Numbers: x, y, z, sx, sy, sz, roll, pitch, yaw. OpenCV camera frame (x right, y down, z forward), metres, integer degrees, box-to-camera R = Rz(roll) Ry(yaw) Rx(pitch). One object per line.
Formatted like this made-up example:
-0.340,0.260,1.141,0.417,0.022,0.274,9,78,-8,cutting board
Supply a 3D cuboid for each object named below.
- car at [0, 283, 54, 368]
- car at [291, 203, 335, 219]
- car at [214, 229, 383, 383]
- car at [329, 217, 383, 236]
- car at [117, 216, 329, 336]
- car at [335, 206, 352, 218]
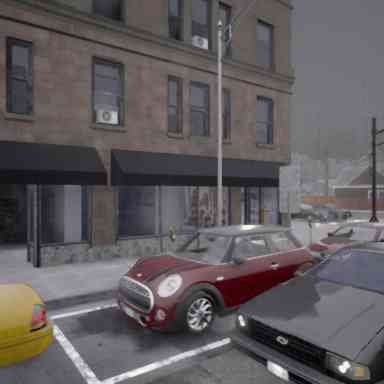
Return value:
-4.030,1.526,3.305,4.829,1.417,1.752,0,0,-36,car
8.780,1.612,27.067,1.812,1.442,4.674,0,0,-36,car
3.091,1.545,5.157,5.357,1.411,2.033,0,0,-36,car
5.084,1.577,9.829,4.206,1.307,1.802,0,0,-36,car
0.596,1.438,6.617,4.097,1.590,1.967,0,0,-36,car
11.549,1.647,28.778,1.994,1.385,4.181,0,0,-36,car
